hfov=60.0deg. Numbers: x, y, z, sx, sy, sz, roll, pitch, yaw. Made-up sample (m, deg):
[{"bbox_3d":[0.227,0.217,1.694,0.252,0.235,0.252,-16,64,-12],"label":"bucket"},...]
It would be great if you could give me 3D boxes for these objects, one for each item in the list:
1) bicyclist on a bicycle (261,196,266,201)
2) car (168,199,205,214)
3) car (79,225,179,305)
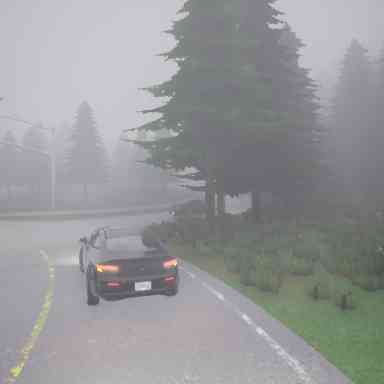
[{"bbox_3d":[6.284,0.894,30.423,1.656,1.620,0.582,-13,-4,35],"label":"bicyclist on a bicycle"},{"bbox_3d":[0.141,1.335,28.292,1.837,1.490,4.892,1,2,43],"label":"car"},{"bbox_3d":[-1.691,1.526,8.139,1.812,1.442,4.674,0,0,-21],"label":"car"}]
